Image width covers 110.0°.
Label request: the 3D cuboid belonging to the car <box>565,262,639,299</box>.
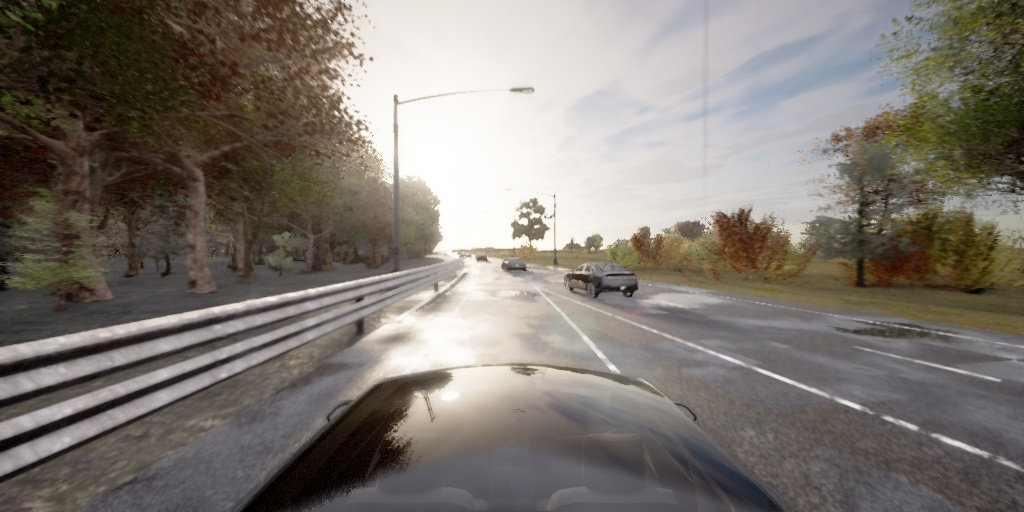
[{"bbox_3d":[3.923,1.034,16.523,2.128,1.511,4.902,0,1,-11],"label":"car"}]

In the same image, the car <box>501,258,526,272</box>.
[{"bbox_3d":[0.111,0.831,36.130,1.994,1.385,4.181,0,1,-11],"label":"car"}]
